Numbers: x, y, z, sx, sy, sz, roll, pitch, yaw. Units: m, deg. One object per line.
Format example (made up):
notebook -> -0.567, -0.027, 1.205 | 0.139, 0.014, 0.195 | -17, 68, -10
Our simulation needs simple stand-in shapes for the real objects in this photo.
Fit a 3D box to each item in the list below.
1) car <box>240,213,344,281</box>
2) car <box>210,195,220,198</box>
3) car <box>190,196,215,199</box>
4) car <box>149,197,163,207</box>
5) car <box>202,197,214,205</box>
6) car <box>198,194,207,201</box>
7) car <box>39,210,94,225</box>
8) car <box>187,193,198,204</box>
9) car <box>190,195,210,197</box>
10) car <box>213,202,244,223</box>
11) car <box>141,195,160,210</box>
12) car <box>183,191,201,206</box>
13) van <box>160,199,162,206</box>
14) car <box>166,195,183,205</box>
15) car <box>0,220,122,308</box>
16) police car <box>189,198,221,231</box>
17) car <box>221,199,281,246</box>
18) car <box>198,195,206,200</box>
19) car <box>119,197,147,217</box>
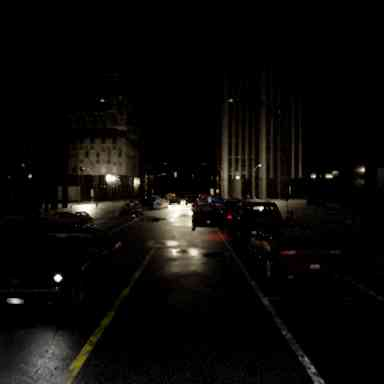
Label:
car -> 2.776, 1.546, 9.731 | 1.887, 1.381, 4.507 | 0, 0, 0
car -> 2.785, 1.445, 37.359 | 1.967, 1.590, 4.097 | 0, 0, 0
car -> 0.918, 1.459, 30.914 | 1.801, 1.575, 5.366 | 0, 0, 0
car -> -5.736, 1.534, 53.780 | 1.752, 1.417, 4.829 | 0, 0, 0
car -> 2.793, 1.557, 59.460 | 1.887, 1.381, 4.507 | 0, 0, 0
car -> 2.806, 1.350, 86.501 | 2.192, 1.841, 5.009 | 0, 0, 0
car -> -5.764, 1.553, 15.277 | 2.008, 1.369, 4.403 | 0, 0, 0
car -> 0.037, 1.284, 66.150 | 2.150, 2.045, 5.566 | 0, -1, 0
car -> 0.921, 1.460, 36.913 | 1.801, 1.575, 5.366 | 0, 0, 0
car -> 2.782, 1.554, 26.307 | 2.008, 1.369, 4.403 | 0, 0, 0
car -> -5.745, 1.321, 42.901 | 2.192, 1.841, 5.009 | 0, 0, 0
car -> 0.032, 1.231, 55.401 | 2.150, 2.045, 5.566 | 0, 0, 0
van -> -5.741, 1.348, 48.426 | 1.690, 1.788, 3.998 | 0, 0, 0
car -> -2.982, 1.612, 57.655 | 1.895, 1.301, 4.718 | 0, 0, 0
car -> -3.095, 1.601, 8.034 | 1.895, 1.301, 4.718 | 0, 0, 0
police car -> 0.912, 1.428, 20.834 | 1.930, 1.638, 5.238 | 0, 0, 0
car -> 2.777, 1.317, 15.256 | 2.192, 1.841, 5.009 | 0, 0, 0
car -> 2.811, 1.608, 92.144 | 1.947, 1.339, 4.313 | 0, 0, 0
car -> -5.752, 1.529, 31.682 | 1.752, 1.417, 4.829 | 0, 0, 0
